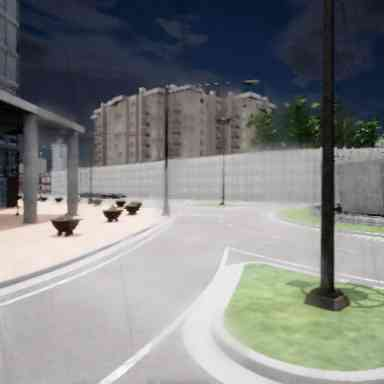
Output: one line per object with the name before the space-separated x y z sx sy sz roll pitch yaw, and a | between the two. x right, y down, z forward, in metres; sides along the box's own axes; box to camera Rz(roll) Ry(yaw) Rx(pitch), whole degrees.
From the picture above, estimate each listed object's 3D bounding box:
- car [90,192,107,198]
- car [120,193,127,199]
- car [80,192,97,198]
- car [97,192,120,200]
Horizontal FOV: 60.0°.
car | -23.872 0.810 84.797 2.033 1.411 5.357 0 1 -43
car | -16.989 0.942 77.543 1.994 1.385 4.181 0 1 -43
car | -25.837 0.753 81.783 1.882 1.535 5.008 0 1 -43
car | -18.667 0.908 74.227 1.837 1.490 4.892 0 1 -43
